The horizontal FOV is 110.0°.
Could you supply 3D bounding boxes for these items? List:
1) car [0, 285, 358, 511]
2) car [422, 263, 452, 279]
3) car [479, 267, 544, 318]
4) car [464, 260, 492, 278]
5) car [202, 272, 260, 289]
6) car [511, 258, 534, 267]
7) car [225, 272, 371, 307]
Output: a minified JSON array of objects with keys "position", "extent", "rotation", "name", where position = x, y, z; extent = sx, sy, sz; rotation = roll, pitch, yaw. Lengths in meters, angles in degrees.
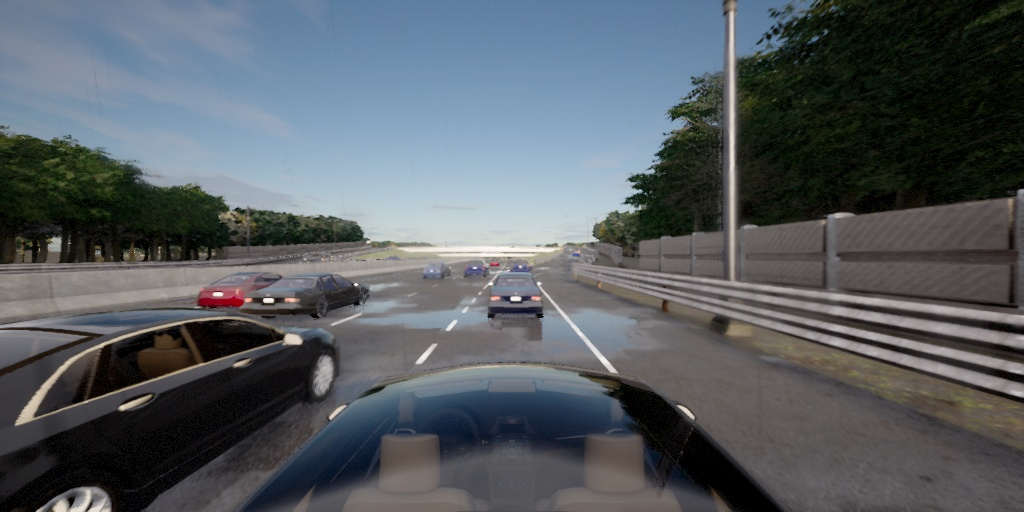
[{"position":[-3.498,1.260,3.455],"extent":[1.837,1.490,4.892],"rotation":[0,0,0],"name":"car"},{"position":[-6.793,1.327,32.864],"extent":[2.033,1.411,5.357],"rotation":[0,0,0],"name":"car"},{"position":[0.121,1.308,13.054],"extent":[2.033,1.411,5.357],"rotation":[0,0,0],"name":"car"},{"position":[-3.383,1.134,35.154],"extent":[2.097,1.767,4.553],"rotation":[0,0,0],"name":"car"},{"position":[-10.373,1.326,14.669],"extent":[1.994,1.385,4.181],"rotation":[0,0,0],"name":"car"},{"position":[1.162,1.139,38.073],"extent":[2.097,1.767,4.553],"rotation":[0,0,8],"name":"car"},{"position":[-6.881,1.307,12.655],"extent":[2.033,1.411,5.357],"rotation":[0,0,0],"name":"car"}]
